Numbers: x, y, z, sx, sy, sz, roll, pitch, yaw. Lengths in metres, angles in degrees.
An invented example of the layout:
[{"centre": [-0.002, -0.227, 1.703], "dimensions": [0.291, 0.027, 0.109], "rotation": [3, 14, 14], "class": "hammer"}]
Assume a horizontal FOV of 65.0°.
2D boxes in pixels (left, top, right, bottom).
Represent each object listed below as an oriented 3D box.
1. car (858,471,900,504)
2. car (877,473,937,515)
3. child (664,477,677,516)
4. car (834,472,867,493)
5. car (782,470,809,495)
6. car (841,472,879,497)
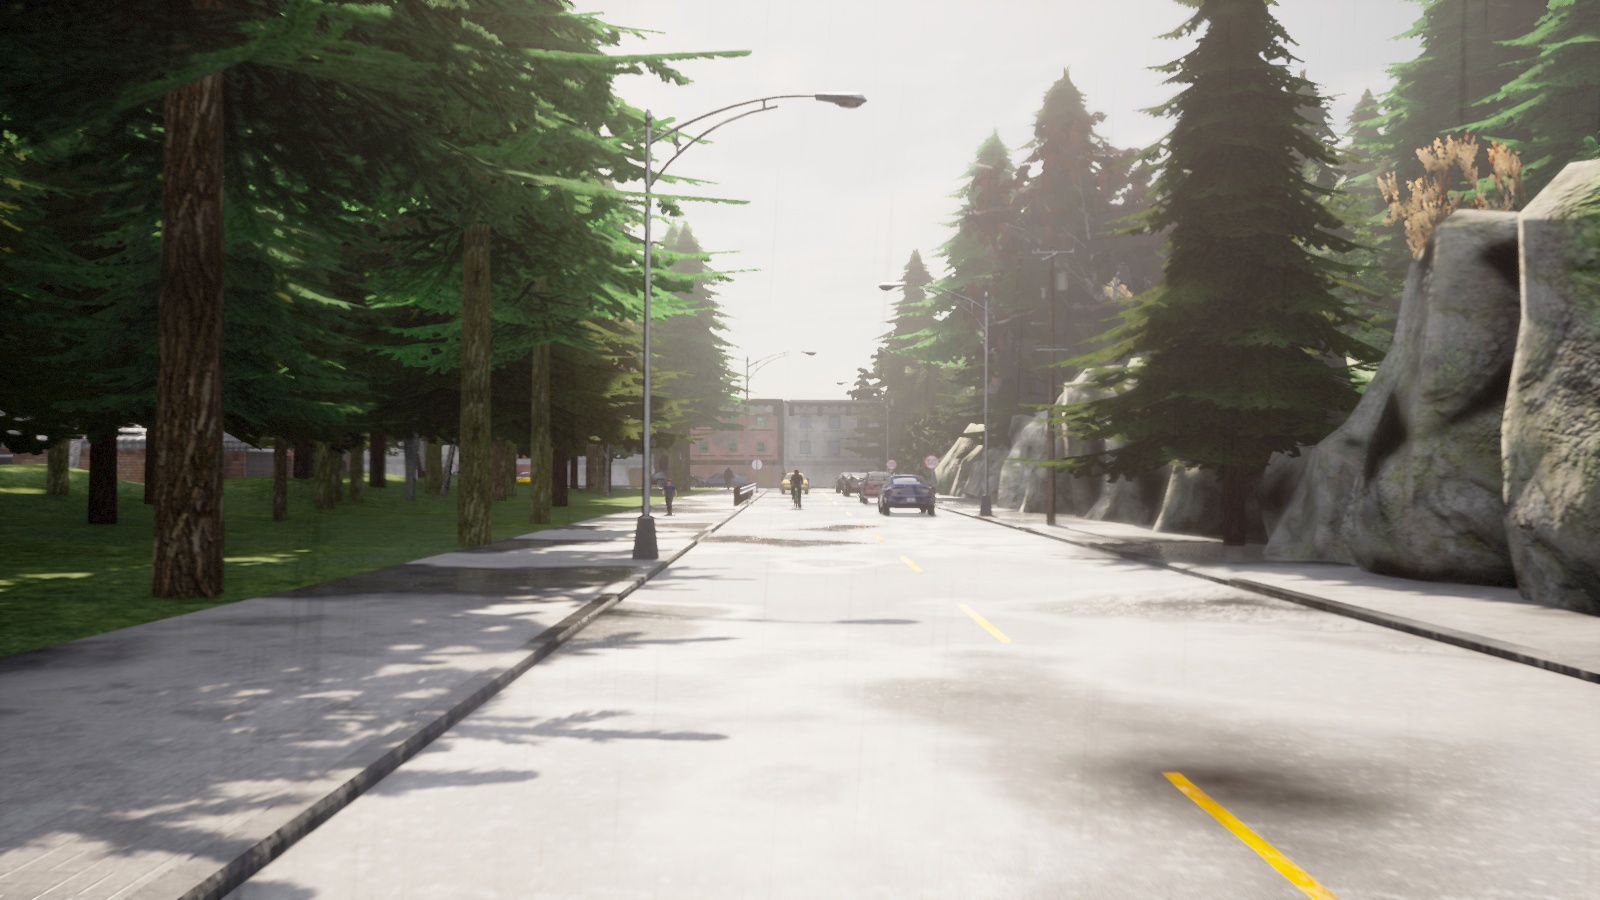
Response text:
[{"centre": [3.834, 1.813, 61.677], "dimensions": [1.789, 1.549, 3.705], "rotation": [0, -1, 0], "class": "car"}, {"centre": [3.891, 1.601, 46.319], "dimensions": [1.812, 1.442, 4.674], "rotation": [0, -1, 0], "class": "car"}, {"centre": [-4.227, 1.507, 40.986], "dimensions": [0.270, 1.263, 0.437], "rotation": [0, -1, 12], "class": "child"}, {"centre": [3.638, 2.329, 91.319], "dimensions": [2.163, 1.488, 4.792], "rotation": [0, -1, 0], "class": "car"}, {"centre": [-0.321, 2.179, 85.104], "dimensions": [1.801, 1.575, 5.366], "rotation": [0, -1, 0], "class": "car"}, {"centre": [3.722, 2.116, 78.609], "dimensions": [2.163, 1.488, 4.792], "rotation": [0, -1, 0], "class": "car"}]
